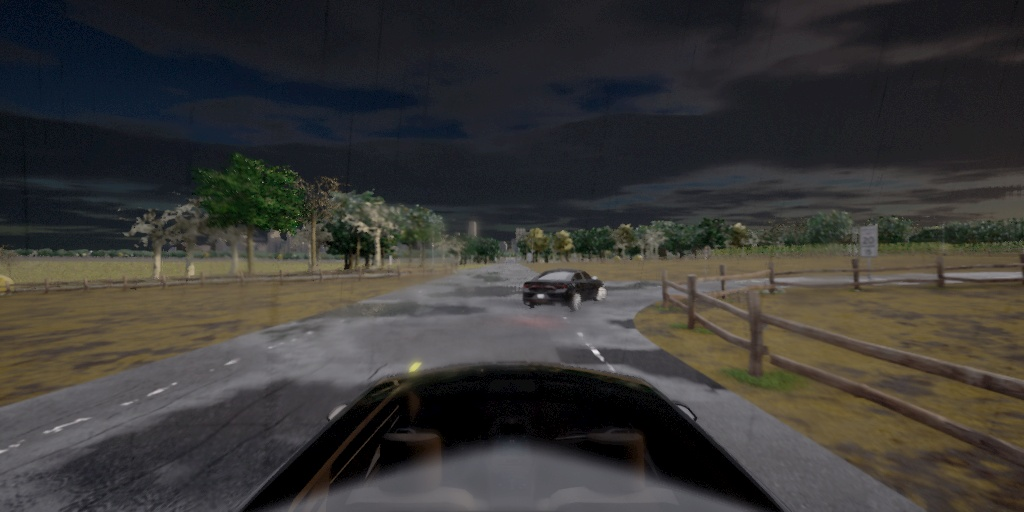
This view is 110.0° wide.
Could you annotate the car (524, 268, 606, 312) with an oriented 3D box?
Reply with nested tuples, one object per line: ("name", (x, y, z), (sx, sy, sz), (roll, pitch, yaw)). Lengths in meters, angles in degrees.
("car", (2.281, 1.249, 14.656), (1.882, 1.535, 5.008), (-2, -1, 31))
